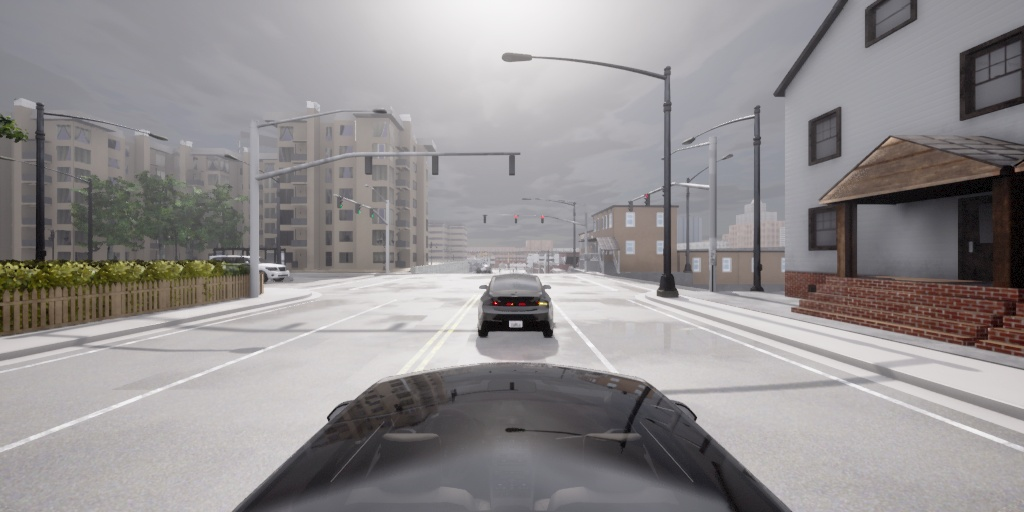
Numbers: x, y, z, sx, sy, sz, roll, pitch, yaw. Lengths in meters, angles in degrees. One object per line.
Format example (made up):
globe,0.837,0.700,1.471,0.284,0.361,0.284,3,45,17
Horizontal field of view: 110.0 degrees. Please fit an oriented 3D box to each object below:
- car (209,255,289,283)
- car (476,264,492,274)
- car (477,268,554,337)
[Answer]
car,-19.946,0.971,27.017,5.566,2.045,2.150,0,0,1
car,-3.600,1.755,47.134,2.128,1.511,4.902,0,-5,0
car,0.095,1.255,10.319,1.837,1.490,4.892,0,0,0
